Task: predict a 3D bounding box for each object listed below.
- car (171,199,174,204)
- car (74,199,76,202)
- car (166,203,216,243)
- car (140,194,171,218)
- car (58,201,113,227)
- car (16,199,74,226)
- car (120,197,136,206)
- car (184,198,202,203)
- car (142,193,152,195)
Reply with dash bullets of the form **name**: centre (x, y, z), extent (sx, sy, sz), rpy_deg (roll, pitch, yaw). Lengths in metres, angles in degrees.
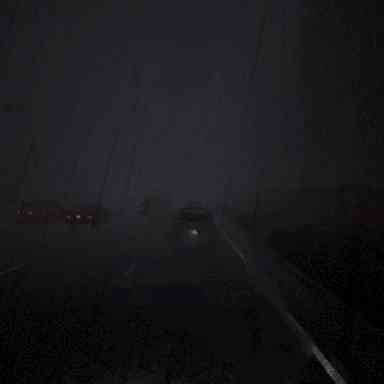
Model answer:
- **car**: centre (-3.455, 1.478, 44.628), extent (1.882, 1.535, 5.008), rpy_deg (0, 0, 1)
- **car**: centre (-13.904, 1.509, 37.435), extent (1.837, 1.490, 4.892), rpy_deg (0, 0, 0)
- **car**: centre (0.100, 1.492, 16.138), extent (2.128, 1.511, 4.902), rpy_deg (0, 0, 0)
- **car**: centre (-3.401, 1.356, 30.336), extent (2.097, 1.767, 4.553), rpy_deg (0, 0, 1)
- **car**: centre (-6.899, 1.549, 22.738), extent (2.033, 1.411, 5.357), rpy_deg (0, 0, 0)
- **car**: centre (-10.398, 1.354, 23.521), extent (2.097, 1.767, 4.553), rpy_deg (0, 0, 0)
- **car**: centre (-10.396, 1.507, 53.974), extent (1.837, 1.490, 4.892), rpy_deg (0, 0, 0)
- **car**: centre (0.102, 1.492, 39.120), extent (2.128, 1.511, 4.902), rpy_deg (0, 0, 0)
- **car**: centre (-6.897, 1.223, 52.964), extent (2.150, 2.045, 5.566), rpy_deg (0, 0, 0)
